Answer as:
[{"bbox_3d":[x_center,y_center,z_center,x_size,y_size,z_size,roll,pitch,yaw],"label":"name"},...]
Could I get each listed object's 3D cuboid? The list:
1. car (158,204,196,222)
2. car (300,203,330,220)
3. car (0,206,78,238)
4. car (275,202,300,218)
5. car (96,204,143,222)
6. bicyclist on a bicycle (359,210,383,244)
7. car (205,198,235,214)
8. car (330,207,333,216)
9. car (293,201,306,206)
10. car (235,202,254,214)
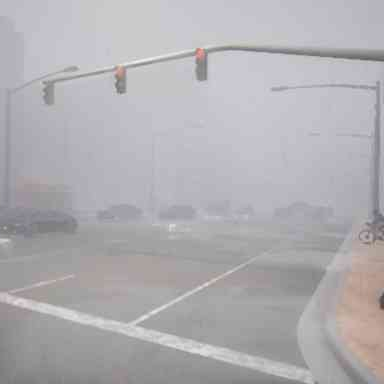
[{"bbox_3d":[-1.361,1.938,31.794,1.882,1.535,5.008,1,-1,28],"label":"car"},{"bbox_3d":[14.679,2.440,39.495,2.128,1.511,4.902,1,-1,28],"label":"car"},{"bbox_3d":[-8.384,1.652,18.372,1.994,1.385,4.181,1,-1,28],"label":"car"},{"bbox_3d":[11.670,2.395,41.296,1.882,1.535,5.008,1,-1,28],"label":"car"},{"bbox_3d":[-6.381,1.794,29.750,1.882,1.535,5.008,1,-1,28],"label":"car"},{"bbox_3d":[8.749,1.677,15.574,1.656,1.620,0.582,0,-1,28],"label":"bicyclist on a bicycle"},{"bbox_3d":[3.948,2.132,49.311,2.150,2.045,5.566,1,-2,28],"label":"car"},{"bbox_3d":[19.597,2.723,48.993,2.128,1.511,4.902,1,-1,28],"label":"car"},{"bbox_3d":[16.366,2.411,50.364,2.150,2.045,5.566,1,-1,28],"label":"car"},{"bbox_3d":[7.767,2.535,49.036,1.812,1.442,4.674,1,-1,28],"label":"car"}]
